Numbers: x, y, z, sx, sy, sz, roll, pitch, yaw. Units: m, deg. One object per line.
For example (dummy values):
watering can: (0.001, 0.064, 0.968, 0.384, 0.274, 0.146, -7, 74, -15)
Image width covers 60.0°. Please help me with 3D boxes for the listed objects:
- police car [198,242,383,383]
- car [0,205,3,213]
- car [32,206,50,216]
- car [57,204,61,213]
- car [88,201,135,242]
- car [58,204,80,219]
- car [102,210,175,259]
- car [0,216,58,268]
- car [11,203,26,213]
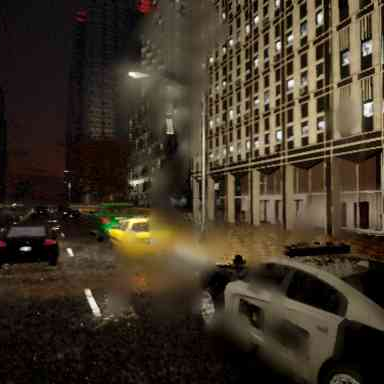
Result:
police car: (1.711, 1.562, 4.876, 1.930, 1.638, 5.238, 1, -1, -24)
car: (-30.213, 2.523, 50.910, 2.033, 1.411, 5.357, 1, -1, -23)
car: (-18.273, 2.364, 40.207, 2.033, 1.411, 5.357, 1, -1, -25)
car: (-20.404, 2.579, 52.902, 1.882, 1.535, 5.008, 1, -1, -24)
car: (-4.679, 1.657, 19.462, 2.150, 2.045, 5.566, 1, -1, -24)
car: (-14.321, 2.422, 39.088, 1.895, 1.301, 4.718, 1, -1, -23)
car: (-2.336, 1.779, 14.108, 1.801, 1.575, 5.366, 1, -1, -24)
car: (-6.097, 1.817, 12.410, 1.994, 1.385, 4.181, 1, -2, -24)
car: (-27.326, 2.525, 52.393, 2.128, 1.511, 4.902, 1, -1, -23)
